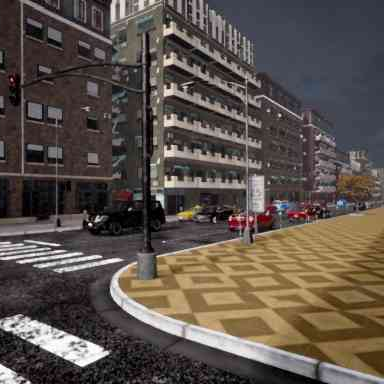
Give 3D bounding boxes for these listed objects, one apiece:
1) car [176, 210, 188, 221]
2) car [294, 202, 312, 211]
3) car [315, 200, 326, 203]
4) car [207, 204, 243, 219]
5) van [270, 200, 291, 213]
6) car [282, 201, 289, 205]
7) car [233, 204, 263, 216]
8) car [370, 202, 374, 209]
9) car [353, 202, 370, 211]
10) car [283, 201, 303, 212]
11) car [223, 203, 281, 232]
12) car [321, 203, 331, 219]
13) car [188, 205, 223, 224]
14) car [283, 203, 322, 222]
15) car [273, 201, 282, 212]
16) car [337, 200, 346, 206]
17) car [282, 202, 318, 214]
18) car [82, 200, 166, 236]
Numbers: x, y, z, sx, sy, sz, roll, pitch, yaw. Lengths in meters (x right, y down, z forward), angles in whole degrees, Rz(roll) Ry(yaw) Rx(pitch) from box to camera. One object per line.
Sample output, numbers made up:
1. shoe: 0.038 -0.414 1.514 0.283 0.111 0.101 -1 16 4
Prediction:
1. car: 0.396 2.002 31.467 1.752 1.417 4.829 -2 -2 35
2. car: 19.874 2.554 59.415 1.887 1.381 4.507 -2 -2 35
3. car: 26.332 2.501 68.691 2.192 1.841 5.009 -2 -2 35
4. car: 3.626 2.090 36.101 1.752 1.417 4.829 -2 -2 35
5. van: 13.411 2.174 50.151 1.690 1.788 3.998 -2 -2 35
6. car: 14.175 2.316 46.614 2.033 1.411 5.357 -1 -1 35
7. car: 6.954 2.222 40.875 1.947 1.339 4.313 -2 -2 35
8. car: 36.388 2.745 68.569 2.008 1.369 4.403 -2 -2 35
9. car: 29.927 2.583 59.300 1.947 1.339 4.313 -2 -2 35
10. car: 16.643 2.361 54.783 1.967 1.590 4.097 -2 -2 35
11. car: 4.085 1.751 22.225 1.967 1.590 4.097 -2 -2 35
12. car: 13.777 2.141 36.126 1.947 1.339 4.313 -2 -2 35
13. car: 2.011 1.941 29.289 1.837 1.490 4.892 -1 -1 35
14. car: 10.546 2.032 31.492 1.887 1.381 4.507 -2 -2 35
15. car: 10.183 2.289 45.510 1.887 1.381 4.507 -2 -2 35
16. car: 39.156 2.883 87.168 1.690 1.788 3.998 -2 -2 35
17. car: 12.853 2.179 39.251 2.033 1.411 5.357 -1 -1 35
18. car: -3.999 1.496 20.657 2.150 2.045 5.566 -1 -1 37
